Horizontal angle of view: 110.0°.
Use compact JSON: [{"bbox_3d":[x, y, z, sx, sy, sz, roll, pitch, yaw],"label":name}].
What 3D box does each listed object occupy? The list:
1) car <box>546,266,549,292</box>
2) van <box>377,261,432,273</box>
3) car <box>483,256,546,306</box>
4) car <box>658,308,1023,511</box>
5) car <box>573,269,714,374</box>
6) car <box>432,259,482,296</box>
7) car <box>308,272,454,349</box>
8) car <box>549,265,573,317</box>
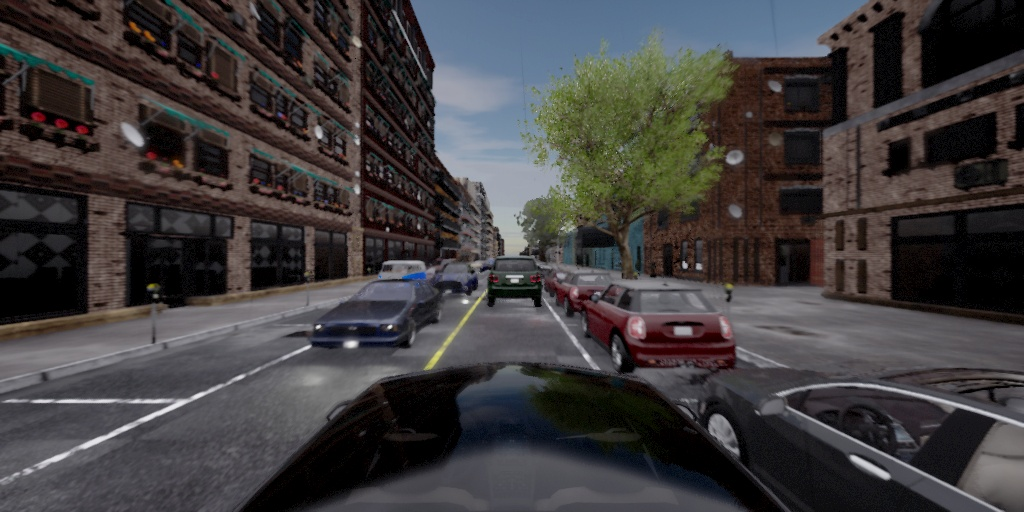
[{"bbox_3d":[2.692,1.383,18.966,1.802,1.307,4.207,0,0,0],"label":"car"},{"bbox_3d":[-5.689,1.142,18.968,1.690,1.789,3.998,0,0,0],"label":"van"},{"bbox_3d":[0.102,1.015,16.055,2.150,2.045,5.566,0,0,0],"label":"car"},{"bbox_3d":[2.691,1.301,1.875,2.007,1.370,4.403,0,0,0],"label":"car"},{"bbox_3d":[2.692,1.207,7.572,1.967,1.591,4.097,0,0,0],"label":"car"},{"bbox_3d":[-3.066,1.156,19.771,2.097,1.767,4.553,0,0,0],"label":"car"},{"bbox_3d":[-3.077,1.320,9.526,2.033,1.411,5.357,0,0,0],"label":"car"},{"bbox_3d":[2.692,1.223,13.268,1.967,1.591,4.097,0,0,0],"label":"car"}]
